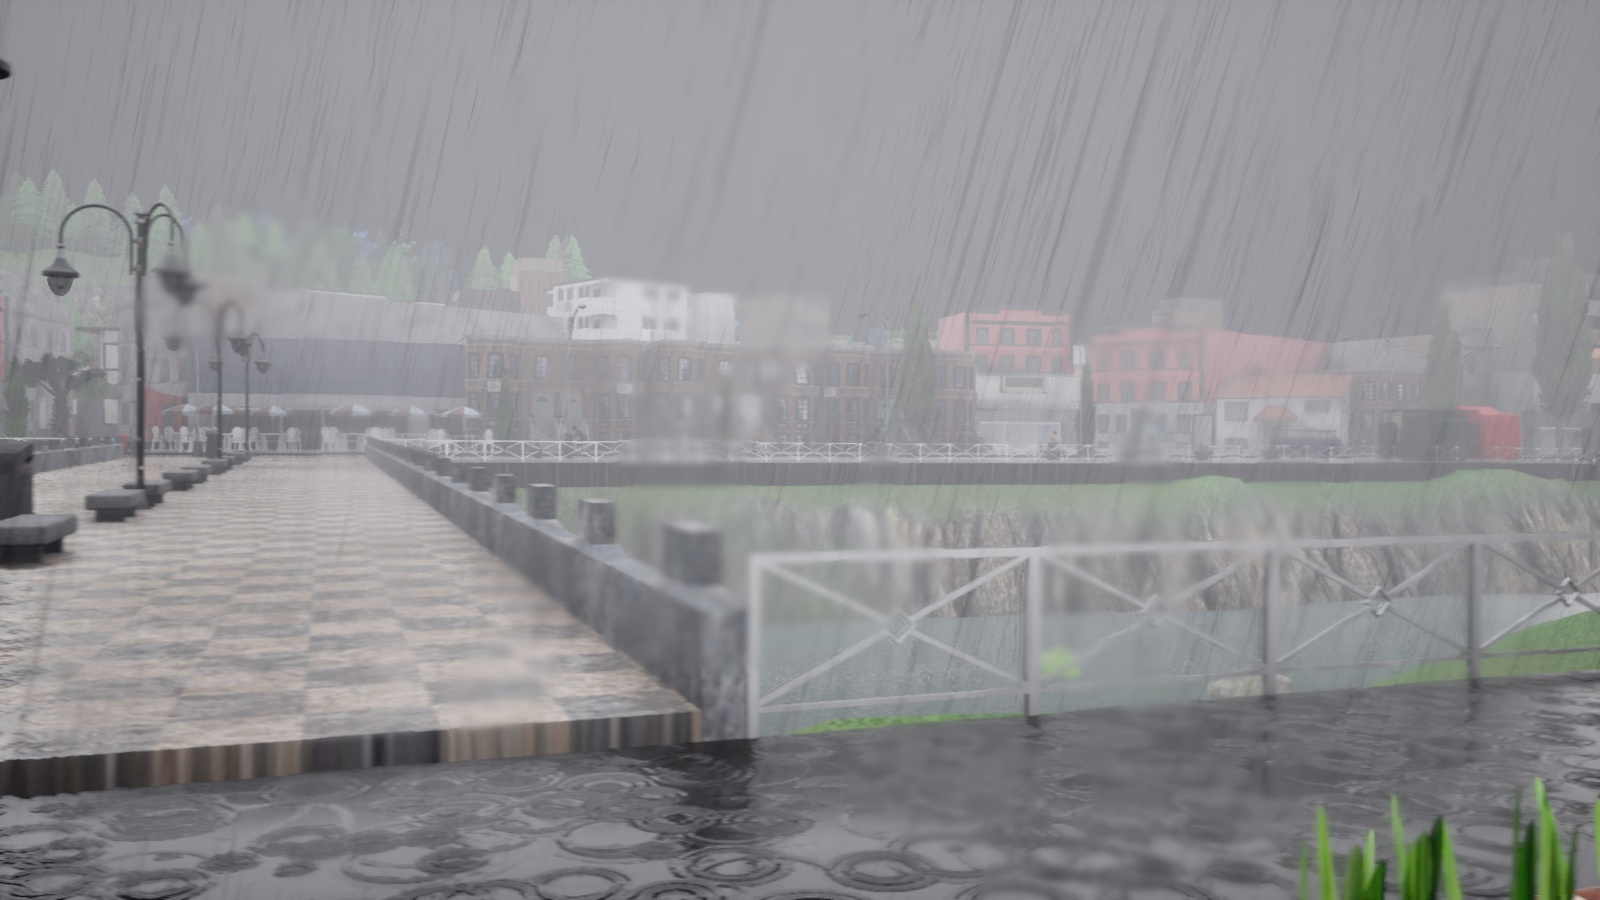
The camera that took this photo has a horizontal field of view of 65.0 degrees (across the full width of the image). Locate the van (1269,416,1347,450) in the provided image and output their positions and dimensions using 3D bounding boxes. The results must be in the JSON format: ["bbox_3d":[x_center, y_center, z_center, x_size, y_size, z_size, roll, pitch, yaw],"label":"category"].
[{"bbox_3d":[31.288,-1.046,77.362,4.442,1.987,1.775,-1,1,-21],"label":"van"}]
